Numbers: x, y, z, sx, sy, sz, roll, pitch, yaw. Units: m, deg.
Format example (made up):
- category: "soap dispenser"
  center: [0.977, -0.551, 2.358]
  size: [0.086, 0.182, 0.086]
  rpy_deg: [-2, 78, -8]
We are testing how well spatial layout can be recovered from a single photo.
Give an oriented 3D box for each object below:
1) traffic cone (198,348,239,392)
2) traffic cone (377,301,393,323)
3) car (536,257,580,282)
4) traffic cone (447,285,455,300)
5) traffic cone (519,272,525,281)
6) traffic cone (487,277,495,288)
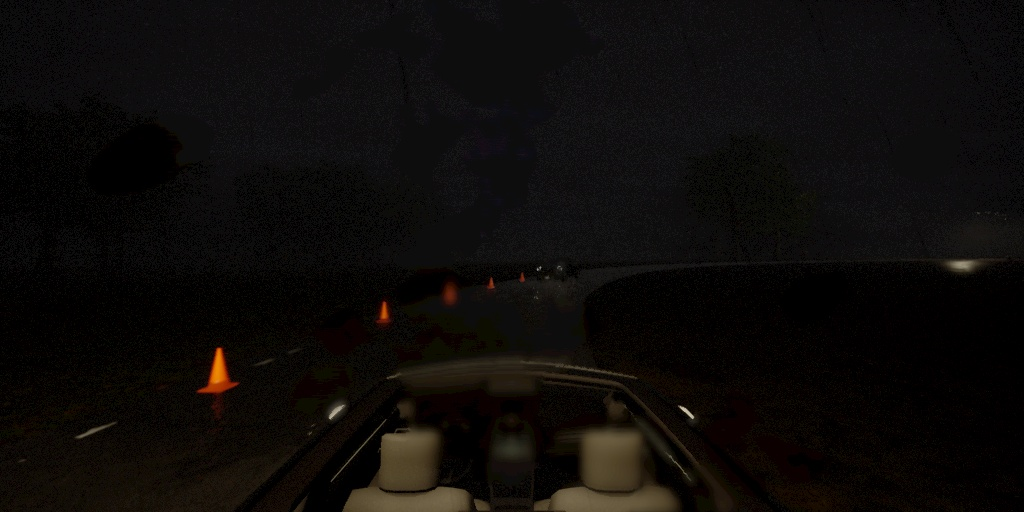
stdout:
- category: "traffic cone"
  center: [-4.332, 1.655, 5.308]
  size: [0.340, 0.580, 0.340]
  rpy_deg: [0, 0, 4]
- category: "traffic cone"
  center: [-3.729, 1.621, 10.487]
  size: [0.340, 0.580, 0.340]
  rpy_deg: [0, 0, 9]
- category: "car"
  center: [3.411, 0.845, 26.139]
  size: [2.097, 1.767, 4.553]
  rpy_deg: [1, 1, 27]
- category: "traffic cone"
  center: [-2.679, 1.576, 15.592]
  size: [0.340, 0.580, 0.340]
  rpy_deg: [0, 0, 14]
- category: "traffic cone"
  center: [0.728, 1.457, 25.436]
  size: [0.340, 0.580, 0.340]
  rpy_deg: [0, 0, 24]
- category: "traffic cone"
  center: [-1.189, 1.522, 20.588]
  size: [0.340, 0.580, 0.340]
  rpy_deg: [0, 0, 19]
